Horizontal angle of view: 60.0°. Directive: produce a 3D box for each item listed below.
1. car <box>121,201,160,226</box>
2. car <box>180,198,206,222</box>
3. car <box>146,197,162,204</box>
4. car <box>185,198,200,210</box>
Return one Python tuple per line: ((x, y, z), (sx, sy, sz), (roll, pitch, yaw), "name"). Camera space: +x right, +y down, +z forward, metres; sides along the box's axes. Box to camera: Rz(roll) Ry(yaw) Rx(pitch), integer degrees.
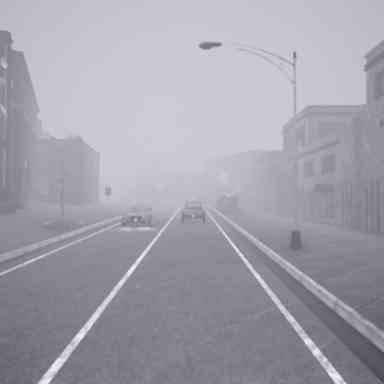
((-3.596, 1.583, 23.164), (1.994, 1.385, 4.181), (0, 0, 0), "car")
((0.099, 1.513, 26.193), (2.128, 1.511, 4.902), (0, 0, 0), "car")
((-7.500, 1.627, 65.283), (1.895, 1.301, 4.718), (1, 0, -24), "car")
((-0.016, 1.542, 43.817), (1.837, 1.490, 4.892), (0, 0, -1), "car")
